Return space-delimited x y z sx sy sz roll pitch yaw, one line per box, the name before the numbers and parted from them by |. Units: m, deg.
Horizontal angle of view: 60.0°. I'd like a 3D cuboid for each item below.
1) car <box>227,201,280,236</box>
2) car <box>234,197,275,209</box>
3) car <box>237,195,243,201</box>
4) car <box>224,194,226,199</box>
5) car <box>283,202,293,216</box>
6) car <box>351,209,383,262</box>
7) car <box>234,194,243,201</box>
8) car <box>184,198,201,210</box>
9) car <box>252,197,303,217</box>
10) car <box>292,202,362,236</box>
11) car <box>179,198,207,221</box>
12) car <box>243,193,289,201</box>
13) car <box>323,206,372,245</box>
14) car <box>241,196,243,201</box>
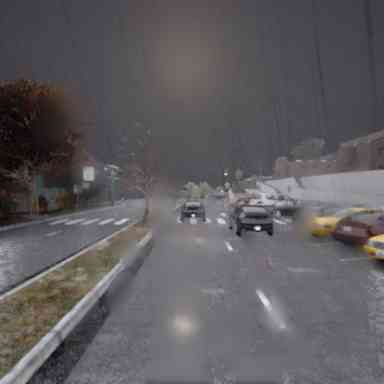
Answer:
car | 3.099 1.444 18.104 1.837 1.490 4.892 0 0 0
car | 8.094 1.459 43.268 4.792 1.488 2.163 1 0 -20
car | 8.062 1.418 37.291 4.892 1.521 2.231 1 0 -20
car | 7.896 1.438 49.153 5.366 1.575 1.946 1 0 -20
car | 8.065 1.467 19.399 4.674 1.452 2.002 1 0 -20
car | 7.896 1.459 10.384 5.366 1.575 1.946 1 1 -20
car | 8.242 1.421 40.338 5.366 1.575 1.946 1 0 -20
car | 0.099 1.498 41.832 1.994 1.385 4.181 0 0 0
car | 8.079 1.413 28.339 4.892 1.521 2.231 1 0 -20
car | 7.896 1.432 16.350 5.366 1.575 1.946 1 0 -20
car | 0.099 1.426 25.890 1.837 1.490 4.892 0 0 0
car | 8.098 1.159 31.341 5.566 2.045 2.435 1 0 -20
car | 8.096 1.480 13.446 4.792 1.488 2.163 1 0 -20
car | 8.075 1.412 34.305 5.008 1.535 2.097 1 0 -20
